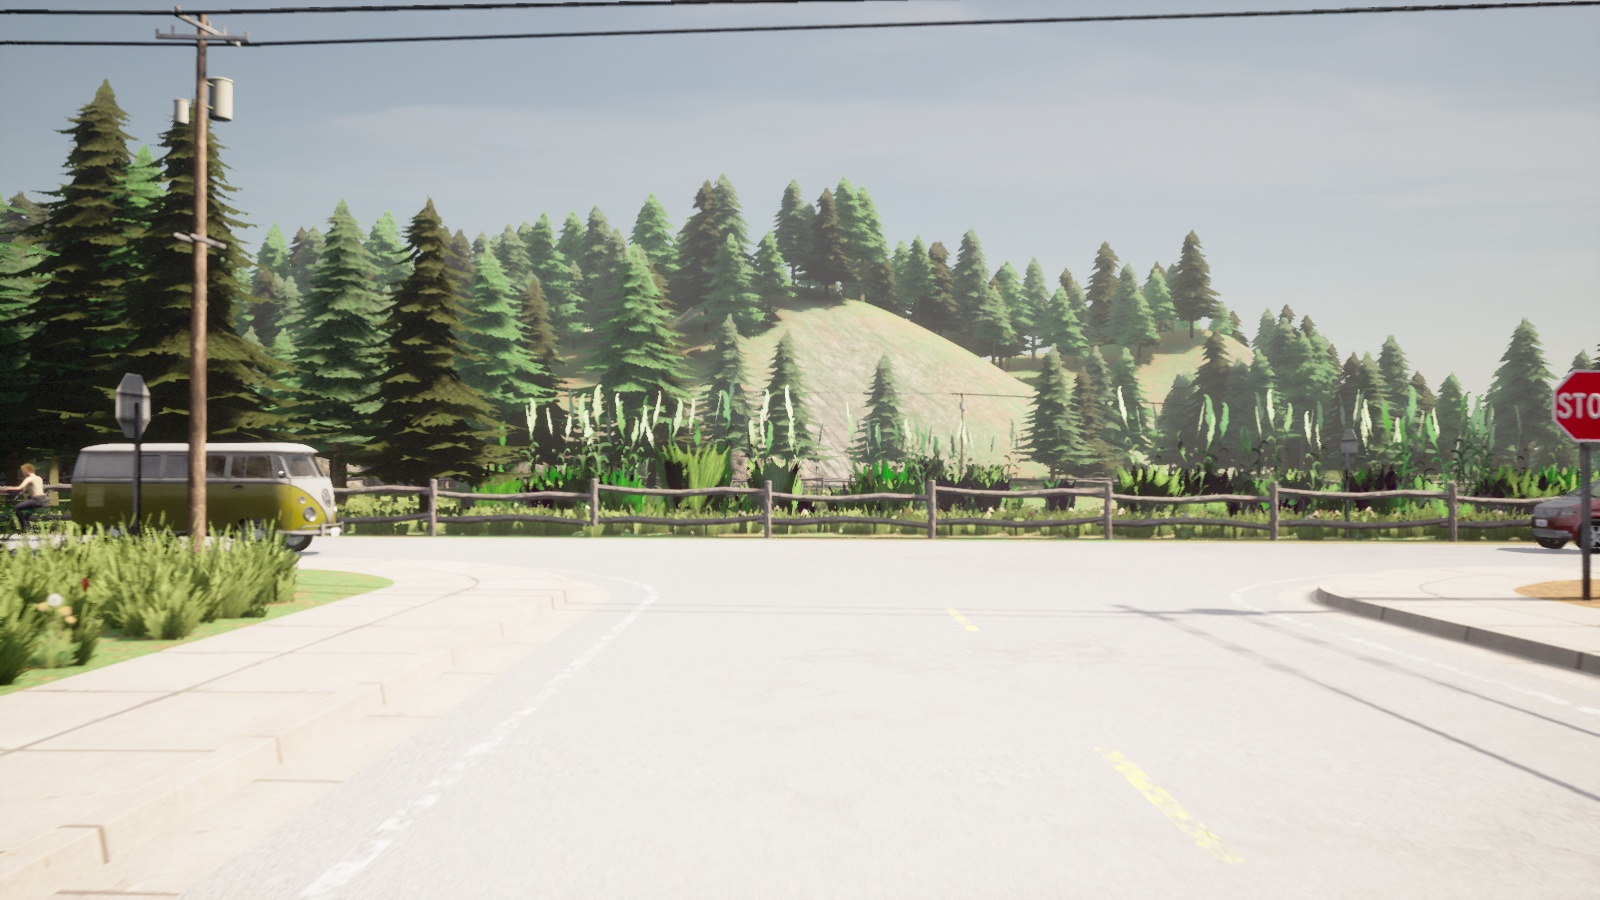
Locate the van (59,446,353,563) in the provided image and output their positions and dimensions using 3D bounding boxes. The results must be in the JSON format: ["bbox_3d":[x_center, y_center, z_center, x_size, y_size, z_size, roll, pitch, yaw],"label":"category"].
[{"bbox_3d":[-10.541,0.952,22.477,4.442,1.987,1.775,0,-1,3],"label":"van"}]

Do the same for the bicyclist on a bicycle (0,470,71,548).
[{"bbox_3d":[-16.225,1.220,26.213,1.509,1.612,0.866,0,-1,3],"label":"bicyclist on a bicycle"}]

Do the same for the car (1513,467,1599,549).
[{"bbox_3d":[16.417,1.102,24.713,3.705,1.549,1.789,-1,-1,3],"label":"car"}]
